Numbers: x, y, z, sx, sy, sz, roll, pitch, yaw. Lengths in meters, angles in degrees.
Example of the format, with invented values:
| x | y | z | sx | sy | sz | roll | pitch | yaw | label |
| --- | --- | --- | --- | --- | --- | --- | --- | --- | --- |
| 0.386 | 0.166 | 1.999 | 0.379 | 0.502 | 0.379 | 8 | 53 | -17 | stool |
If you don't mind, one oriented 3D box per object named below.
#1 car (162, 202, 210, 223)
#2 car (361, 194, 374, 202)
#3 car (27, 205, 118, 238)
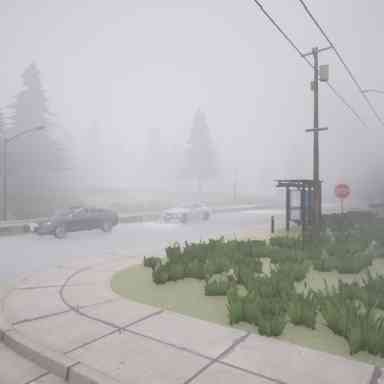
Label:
| x | y | z | sx | sy | sz | roll | pitch | yaw | label |
| --- | --- | --- | --- | --- | --- | --- | --- | --- | --- |
| -0.319 | 1.526 | 25.845 | 1.812 | 1.442 | 4.674 | 0 | 0 | 36 | car |
| 40.420 | 1.355 | 76.466 | 2.097 | 1.767 | 4.553 | 0 | 0 | 36 | car |
| -6.165 | 1.491 | 17.772 | 2.128 | 1.511 | 4.902 | 0 | 0 | 36 | car |
